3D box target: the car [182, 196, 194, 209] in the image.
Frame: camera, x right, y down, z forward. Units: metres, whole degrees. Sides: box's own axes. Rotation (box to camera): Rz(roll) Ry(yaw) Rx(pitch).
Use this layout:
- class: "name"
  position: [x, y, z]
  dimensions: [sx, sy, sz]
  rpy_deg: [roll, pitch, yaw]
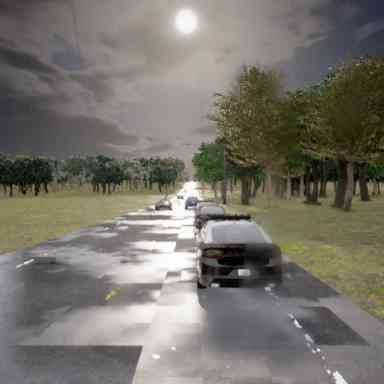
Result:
- class: "car"
  position: [0.092, 1.422, 47.176]
  dimensions: [2.097, 1.767, 4.553]
  rpy_deg: [0, 0, 1]

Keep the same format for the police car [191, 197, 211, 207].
- class: "police car"
  position: [1.079, 1.445, 25.305]
  dimensions: [1.930, 1.638, 5.238]
  rpy_deg: [0, 0, 0]

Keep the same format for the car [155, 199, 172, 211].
- class: "car"
  position: [-3.550, 1.626, 42.095]
  dimensions: [1.994, 1.385, 4.181]
  rpy_deg: [0, 0, 0]

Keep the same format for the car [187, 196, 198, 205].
- class: "car"
  position: [0.073, 1.549, 61.826]
  dimensions: [1.882, 1.535, 5.008]
  rpy_deg: [0, 0, 0]

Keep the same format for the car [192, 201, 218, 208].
- class: "car"
  position: [1.071, 1.485, 19.194]
  dimensions: [1.882, 1.535, 5.008]
  rpy_deg: [0, 0, 0]

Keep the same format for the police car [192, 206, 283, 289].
- class: "police car"
  position: [1.060, 1.423, 9.302]
  dimensions: [1.930, 1.638, 5.238]
  rpy_deg: [0, 0, 0]
